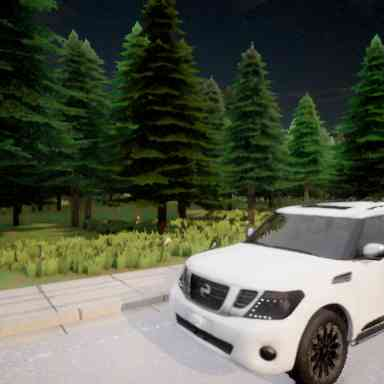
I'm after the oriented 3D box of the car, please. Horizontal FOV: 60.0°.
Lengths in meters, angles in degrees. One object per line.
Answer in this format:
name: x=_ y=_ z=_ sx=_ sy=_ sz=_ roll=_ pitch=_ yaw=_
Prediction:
car: x=2.356 y=1.216 z=5.594 sx=5.566 sy=2.045 sz=2.150 roll=0 pitch=0 yaw=-35
